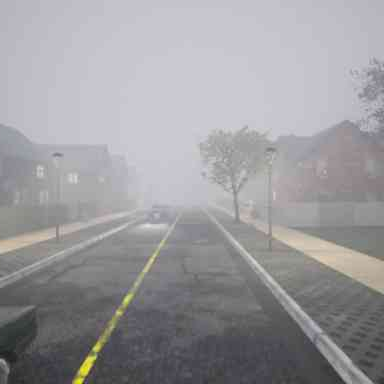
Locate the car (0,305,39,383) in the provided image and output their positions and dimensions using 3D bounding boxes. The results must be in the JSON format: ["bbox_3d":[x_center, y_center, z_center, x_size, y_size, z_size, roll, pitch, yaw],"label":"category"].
[{"bbox_3d":[-2.845,1.615,1.918,1.895,1.301,4.718,0,0,0],"label":"car"}]

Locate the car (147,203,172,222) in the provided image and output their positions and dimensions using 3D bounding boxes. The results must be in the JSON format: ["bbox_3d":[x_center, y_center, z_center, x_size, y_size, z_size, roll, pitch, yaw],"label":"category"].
[{"bbox_3d":[-2.778,1.747,29.127,2.128,1.511,4.902,0,-1,1],"label":"car"}]
